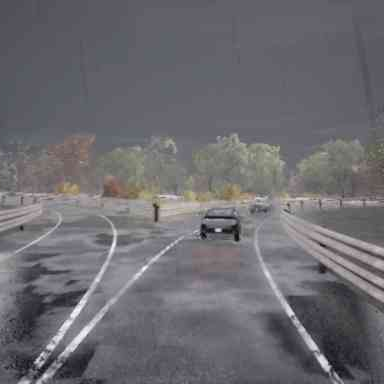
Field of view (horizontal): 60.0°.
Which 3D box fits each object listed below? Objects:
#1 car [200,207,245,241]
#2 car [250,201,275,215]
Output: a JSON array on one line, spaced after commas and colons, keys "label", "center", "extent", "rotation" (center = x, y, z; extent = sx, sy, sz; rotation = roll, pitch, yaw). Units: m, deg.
[{"label": "car", "center": [1.638, 1.535, 17.120], "extent": [2.128, 1.511, 4.902], "rotation": [0, -1, 11]}, {"label": "car", "center": [7.869, 1.708, 36.963], "extent": [1.812, 1.442, 4.674], "rotation": [-1, -1, 27]}]
